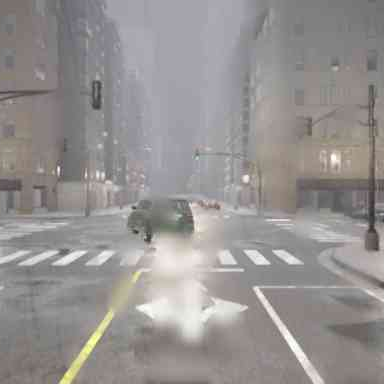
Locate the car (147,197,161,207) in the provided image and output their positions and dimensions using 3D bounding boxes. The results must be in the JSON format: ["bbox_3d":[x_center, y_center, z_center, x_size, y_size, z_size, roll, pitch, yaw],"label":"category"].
[{"bbox_3d":[-6.202,1.611,55.017,1.967,1.590,4.097,0,0,-1],"label":"car"}]

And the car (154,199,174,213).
[{"bbox_3d":[-3.263,1.610,39.847,2.128,1.511,4.902,0,0,-1],"label":"car"}]

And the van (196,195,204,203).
[{"bbox_3d":[1.821,1.624,77.807,1.690,1.788,3.998,0,0,-1],"label":"van"}]

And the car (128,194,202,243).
[{"bbox_3d":[-1.687,1.257,16.656,2.150,2.045,5.566,1,0,-21],"label":"car"}]

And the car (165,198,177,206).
[{"bbox_3d":[-3.627,1.750,59.227,1.994,1.385,4.181,0,0,-1],"label":"car"}]

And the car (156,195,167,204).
[{"bbox_3d":[-6.578,1.562,71.979,2.192,1.841,5.009,0,0,-1],"label":"car"}]

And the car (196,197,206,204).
[{"bbox_3d":[1.946,1.792,72.152,1.887,1.381,4.507,0,0,-1],"label":"car"}]

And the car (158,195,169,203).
[{"bbox_3d":[-6.702,1.597,77.634,2.192,1.841,5.009,0,0,-1],"label":"car"}]

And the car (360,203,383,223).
[{"bbox_3d":[15.038,1.537,23.557,4.902,1.511,2.128,0,0,0],"label":"car"}]

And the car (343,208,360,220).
[{"bbox_3d":[15.181,1.605,26.807,5.357,1.411,2.033,0,0,0],"label":"car"}]

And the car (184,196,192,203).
[{"bbox_3d":[-1.064,1.742,79.166,1.882,1.535,5.008,0,0,-1],"label":"car"}]

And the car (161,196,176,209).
[{"bbox_3d":[-3.414,1.504,49.482,2.097,1.767,4.553,0,0,-1],"label":"car"}]

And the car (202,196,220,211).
[{"bbox_3d":[2.570,1.572,43.889,1.967,1.590,4.097,0,0,-1],"label":"car"}]

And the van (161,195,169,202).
[{"bbox_3d":[-6.827,1.658,83.290,1.690,1.788,3.998,0,0,-1],"label":"van"}]

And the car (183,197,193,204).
[{"bbox_3d":[-0.844,1.782,69.133,1.994,1.385,4.181,0,0,-1],"label":"car"}]

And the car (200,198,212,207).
[{"bbox_3d":[2.321,1.753,55.196,1.802,1.307,4.206,0,0,-1],"label":"car"}]

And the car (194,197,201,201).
[{"bbox_3d":[1.449,1.968,94.766,1.802,1.307,4.206,0,0,-1],"label":"car"}]
